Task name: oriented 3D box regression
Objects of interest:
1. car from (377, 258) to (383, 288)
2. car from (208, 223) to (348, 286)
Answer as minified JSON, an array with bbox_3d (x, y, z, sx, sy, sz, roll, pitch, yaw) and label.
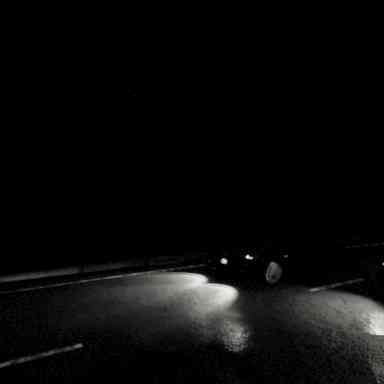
[{"bbox_3d":[6.420,1.604,7.888,4.674,1.442,1.812,1,0,-30],"label":"car"},{"bbox_3d":[2.530,1.610,9.595,4.181,1.385,1.994,1,0,-31],"label":"car"}]
